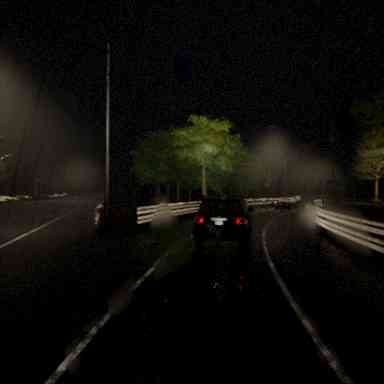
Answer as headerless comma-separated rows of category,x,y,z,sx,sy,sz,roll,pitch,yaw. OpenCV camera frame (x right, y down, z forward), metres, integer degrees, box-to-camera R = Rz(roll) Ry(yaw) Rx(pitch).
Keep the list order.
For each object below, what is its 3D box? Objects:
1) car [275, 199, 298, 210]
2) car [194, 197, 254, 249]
car,12.233,1.594,43.041,2.033,1.411,5.357,0,0,30
car,1.515,1.233,14.888,2.150,2.045,5.566,0,0,11
